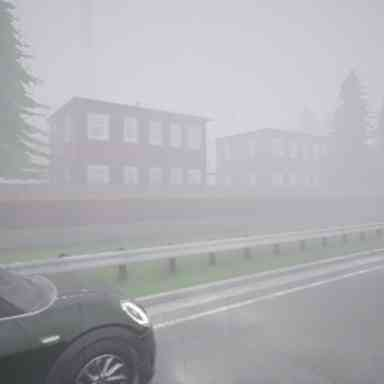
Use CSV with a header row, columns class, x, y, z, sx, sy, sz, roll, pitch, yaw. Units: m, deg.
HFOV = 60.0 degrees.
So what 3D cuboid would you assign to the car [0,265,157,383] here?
class,x,y,z,sx,sy,sz,roll,pitch,yaw
car,-2.615,1.361,3.290,4.553,1.767,2.097,0,0,-35
